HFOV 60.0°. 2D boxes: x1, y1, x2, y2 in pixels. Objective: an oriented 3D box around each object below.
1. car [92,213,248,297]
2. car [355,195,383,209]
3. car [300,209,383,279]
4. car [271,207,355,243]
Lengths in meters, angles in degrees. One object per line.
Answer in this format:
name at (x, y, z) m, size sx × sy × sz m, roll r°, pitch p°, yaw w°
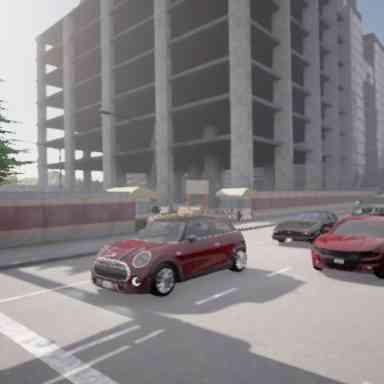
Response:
car at (-0.420, 1.474, 9.150) m, size 2.097 × 1.767 × 4.553 m, roll -2°, pitch -1°, yaw 42°
car at (13.980, 1.270, 25.202) m, size 2.150 × 2.045 × 5.566 m, roll -2°, pitch -1°, yaw 42°
car at (5.457, 1.510, 10.462) m, size 1.882 × 1.535 × 5.008 m, roll -2°, pitch -1°, yaw 42°
car at (5.906, 1.638, 16.202) m, size 2.033 × 1.411 × 5.357 m, roll -2°, pitch -1°, yaw 42°
